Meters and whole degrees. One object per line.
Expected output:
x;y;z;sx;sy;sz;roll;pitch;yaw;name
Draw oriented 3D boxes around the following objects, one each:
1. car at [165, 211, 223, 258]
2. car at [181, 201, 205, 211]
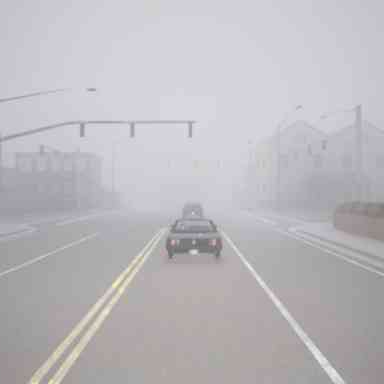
0.074;1.647;12.920;1.895;1.301;4.718;0;0;0;car
0.087;1.573;30.948;1.837;1.490;4.892;0;0;0;car
